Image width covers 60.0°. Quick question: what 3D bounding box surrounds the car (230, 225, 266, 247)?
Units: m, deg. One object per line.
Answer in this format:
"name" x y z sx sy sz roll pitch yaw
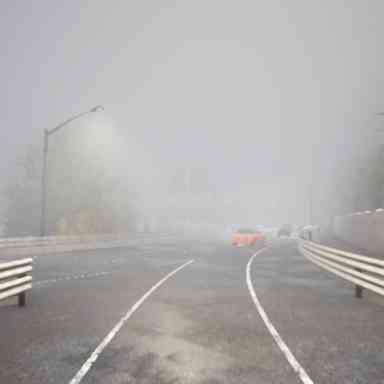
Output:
"car" 5.805 4.463 33.332 2.097 1.767 4.553 -3 -6 30

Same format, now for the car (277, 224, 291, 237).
"car" 14.566 6.299 52.600 1.837 1.490 4.892 -2 -5 19
